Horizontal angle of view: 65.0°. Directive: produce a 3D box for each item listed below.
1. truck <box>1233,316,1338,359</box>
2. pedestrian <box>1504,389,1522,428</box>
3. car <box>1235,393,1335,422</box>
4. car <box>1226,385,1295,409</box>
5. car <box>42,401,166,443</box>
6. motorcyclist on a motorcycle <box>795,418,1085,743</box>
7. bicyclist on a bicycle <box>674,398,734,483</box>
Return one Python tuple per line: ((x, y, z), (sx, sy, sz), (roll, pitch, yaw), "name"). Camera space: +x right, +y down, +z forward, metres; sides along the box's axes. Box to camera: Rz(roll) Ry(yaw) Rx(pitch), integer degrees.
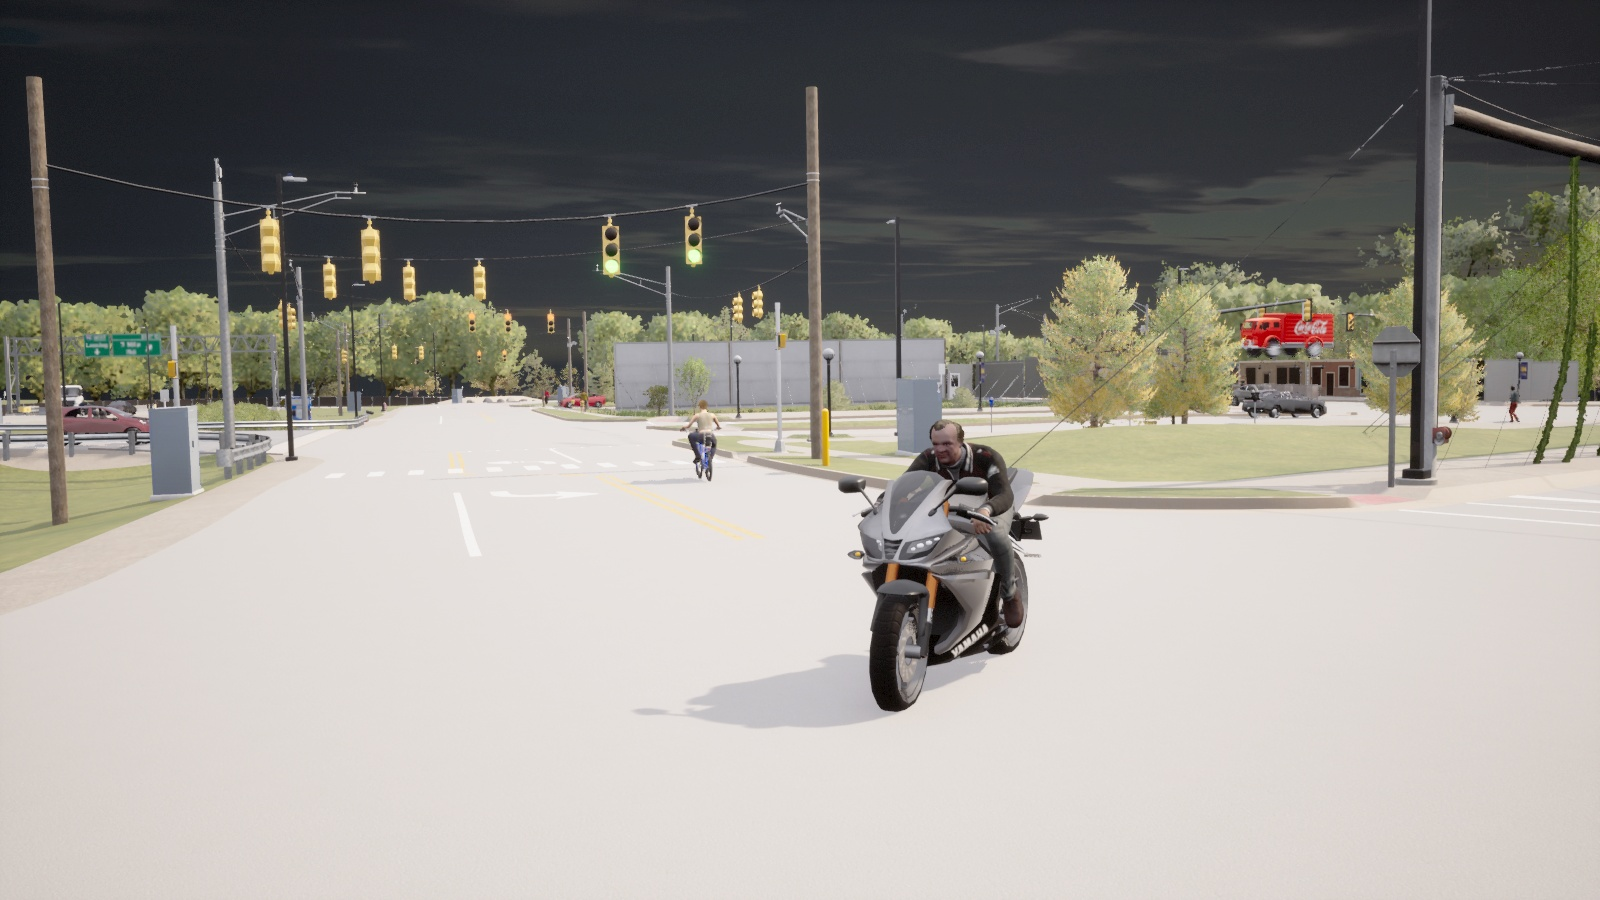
((28.991, -6.727, 75.115), (5.204, 2.467, 2.627), (-1, 6, -15), "truck")
((34.411, -1.987, 60.617), (0.353, 1.847, 0.614), (-2, 4, -17), "pedestrian")
((26.531, -2.331, 68.685), (4.902, 1.511, 2.128), (-1, 3, -20), "car")
((33.310, -3.852, 91.036), (2.152, 1.651, 5.027), (-2, 4, -15), "car")
((-26.086, -1.086, 47.180), (3.633, 1.501, 1.845), (-1, 3, -11), "car")
((0.894, 0.607, 7.232), (0.866, 1.530, 2.191), (0, 3, 29), "motorcyclist on a motorcycle")
((-1.932, -0.214, 25.074), (0.866, 1.612, 1.509), (-2, 2, -16), "bicyclist on a bicycle")
